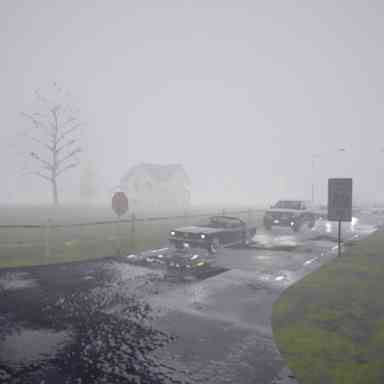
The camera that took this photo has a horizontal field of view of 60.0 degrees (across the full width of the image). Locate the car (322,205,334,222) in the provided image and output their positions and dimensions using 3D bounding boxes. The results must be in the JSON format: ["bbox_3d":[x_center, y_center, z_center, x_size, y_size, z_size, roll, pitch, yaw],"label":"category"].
[{"bbox_3d":[12.742,1.958,31.143,2.033,1.411,5.357,1,0,35],"label":"car"}]

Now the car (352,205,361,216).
[{"bbox_3d":[18.686,2.130,39.475,1.895,1.301,4.718,1,0,36],"label":"car"}]

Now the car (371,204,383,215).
[{"bbox_3d":[23.743,2.215,41.605,1.895,1.301,4.718,1,0,35],"label":"car"}]

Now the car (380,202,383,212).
[{"bbox_3d":[29.582,2.291,49.844,1.994,1.385,4.181,1,0,35],"label":"car"}]

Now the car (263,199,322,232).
[{"bbox_3d":[6.818,1.510,22.778,2.150,2.045,5.566,1,0,36],"label":"car"}]

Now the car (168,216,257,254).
[{"bbox_3d":[1.054,1.767,14.644,1.895,1.301,4.718,1,0,35],"label":"car"}]
